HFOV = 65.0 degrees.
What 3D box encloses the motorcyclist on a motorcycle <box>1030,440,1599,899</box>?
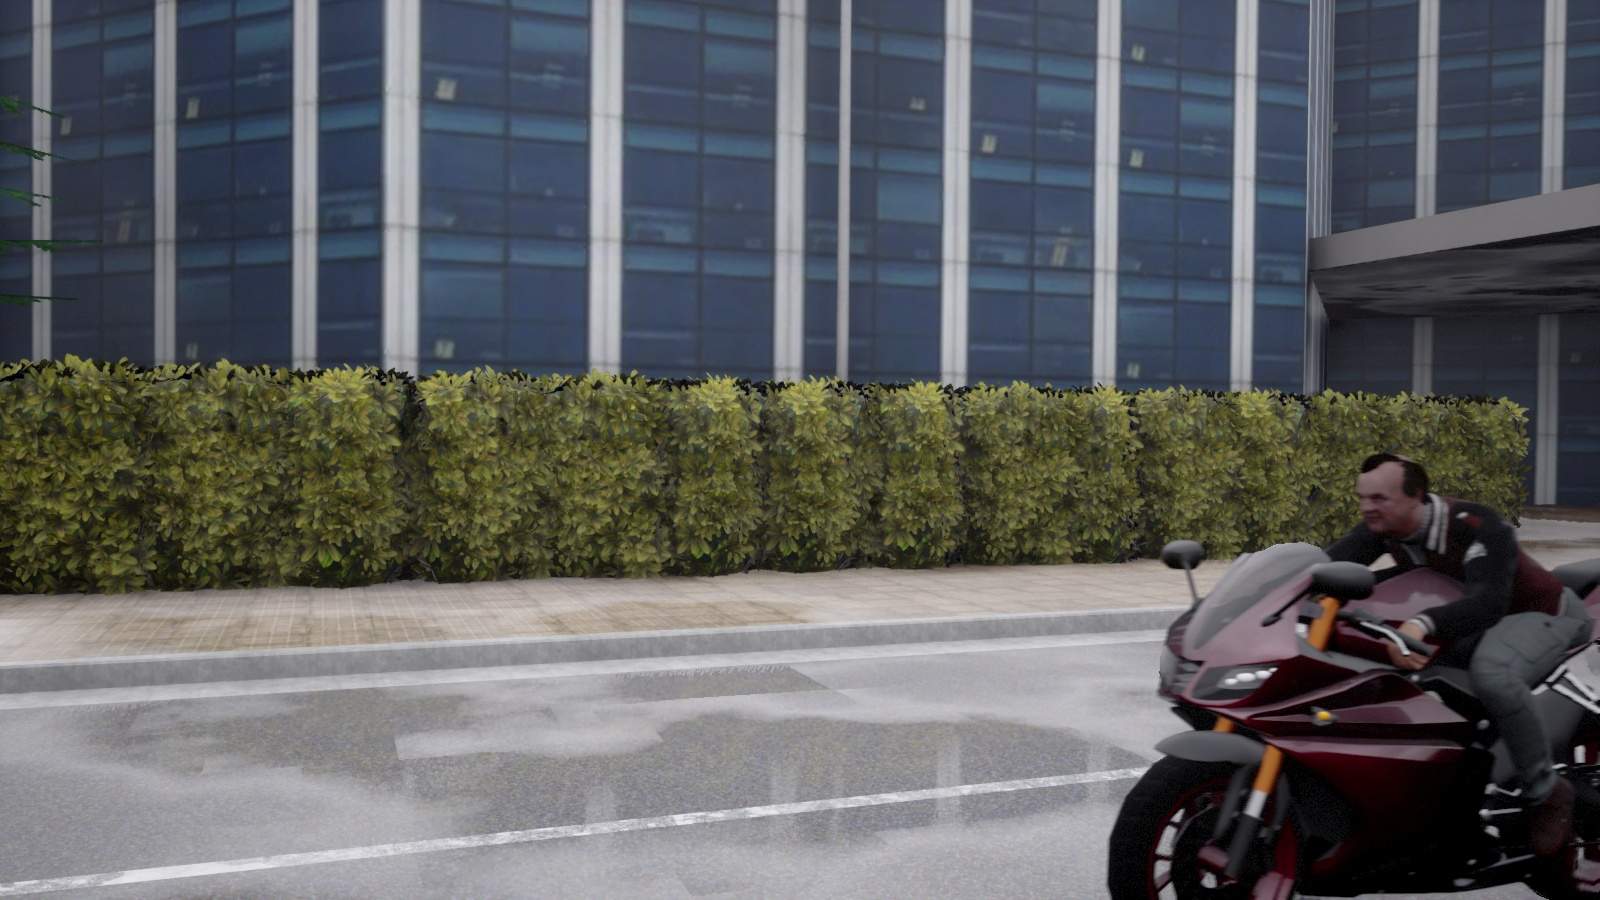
[{"bbox_3d":[1.912,0.748,3.965,2.191,1.530,0.866,-1,1,-21],"label":"motorcyclist on a motorcycle"}]
